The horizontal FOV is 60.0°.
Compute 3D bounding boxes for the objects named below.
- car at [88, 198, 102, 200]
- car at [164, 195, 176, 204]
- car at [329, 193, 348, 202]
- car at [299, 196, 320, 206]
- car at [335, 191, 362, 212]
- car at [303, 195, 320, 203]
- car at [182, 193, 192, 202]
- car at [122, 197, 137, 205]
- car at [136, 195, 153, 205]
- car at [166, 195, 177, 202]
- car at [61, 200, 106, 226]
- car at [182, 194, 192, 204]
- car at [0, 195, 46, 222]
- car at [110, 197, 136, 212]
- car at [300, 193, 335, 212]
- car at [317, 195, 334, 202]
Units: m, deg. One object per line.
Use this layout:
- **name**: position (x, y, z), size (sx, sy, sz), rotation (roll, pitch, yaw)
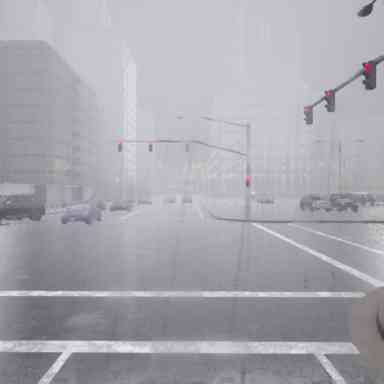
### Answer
- **car**: position (-11.475, 1.491, 39.049), size (2.128, 1.511, 4.902), rotation (0, 0, 0)
- **car**: position (-4.511, 1.564, 65.605), size (1.994, 1.385, 4.181), rotation (0, 0, 0)
- **car**: position (30.086, 1.153, 68.360), size (1.932, 1.855, 4.605), rotation (0, 0, 0)
- **car**: position (18.763, 1.395, 53.190), size (1.970, 1.475, 3.806), rotation (0, 0, 0)
- **car**: position (16.085, 1.156, 35.719), size (1.905, 1.878, 3.866), rotation (0, 0, 0)
- **car**: position (24.508, 1.395, 68.301), size (1.970, 1.475, 3.806), rotation (0, 0, 0)
- **car**: position (-1.056, 1.181, 74.431), size (2.097, 1.767, 4.553), rotation (0, 0, 0)
- **car**: position (-11.549, 1.600, 61.961), size (1.895, 1.301, 4.718), rotation (0, 0, 0)
- **car**: position (-8.050, 1.352, 57.204), size (2.097, 1.767, 4.553), rotation (0, 0, 0)
- **car**: position (-4.556, 1.351, 74.443), size (2.128, 1.511, 4.902), rotation (0, 0, 0)
- **car**: position (-7.795, 1.525, 23.858), size (1.812, 1.442, 4.674), rotation (0, 0, -2)
- **car**: position (-1.011, 1.601, 65.703), size (1.895, 1.301, 4.718), rotation (0, 0, 0)
- **car**: position (-13.301, 1.222, 24.129), size (2.150, 2.045, 5.566), rotation (1, 0, 25)
- **car**: position (-7.968, 1.563, 37.832), size (1.994, 1.385, 4.181), rotation (0, 0, 0)
- **car**: position (13.191, 1.153, 35.769), size (1.932, 1.855, 4.605), rotation (0, 0, 0)
- **car**: position (27.403, 1.364, 68.305), size (1.784, 1.438, 3.905), rotation (0, 0, 0)
